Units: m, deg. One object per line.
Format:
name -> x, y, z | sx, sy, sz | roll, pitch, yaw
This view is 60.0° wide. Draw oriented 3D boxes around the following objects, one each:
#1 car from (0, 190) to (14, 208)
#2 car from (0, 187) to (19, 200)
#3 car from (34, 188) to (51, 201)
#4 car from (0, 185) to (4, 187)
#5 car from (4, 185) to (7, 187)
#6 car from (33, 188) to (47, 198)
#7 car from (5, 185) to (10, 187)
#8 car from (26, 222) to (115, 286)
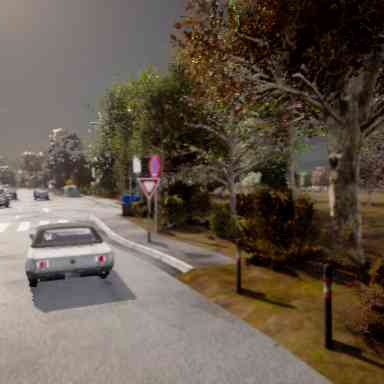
car -> -19.080, 0.843, 32.774 | 1.994, 1.385, 4.181 | -1, 2, -26
car -> -26.818, 0.384, 49.142 | 2.128, 1.511, 4.902 | -1, 2, -26
car -> -21.316, 0.409, 47.178 | 1.812, 1.442, 4.674 | -1, 2, -26
car -> -37.935, -0.144, 60.056 | 2.435, 2.045, 5.566 | 0, 2, 44
car -> -43.078, -0.113, 70.897 | 2.163, 1.488, 4.792 | 0, 2, 45
car -> -26.447, 0.110, 57.756 | 2.128, 1.511, 4.902 | -1, 2, -26
car -> -48.291, -0.378, 81.693 | 2.231, 1.521, 4.892 | 0, 2, 44
car -> -3.562, 1.515, 9.409 | 1.895, 1.301, 4.718 | -1, 2, -24
